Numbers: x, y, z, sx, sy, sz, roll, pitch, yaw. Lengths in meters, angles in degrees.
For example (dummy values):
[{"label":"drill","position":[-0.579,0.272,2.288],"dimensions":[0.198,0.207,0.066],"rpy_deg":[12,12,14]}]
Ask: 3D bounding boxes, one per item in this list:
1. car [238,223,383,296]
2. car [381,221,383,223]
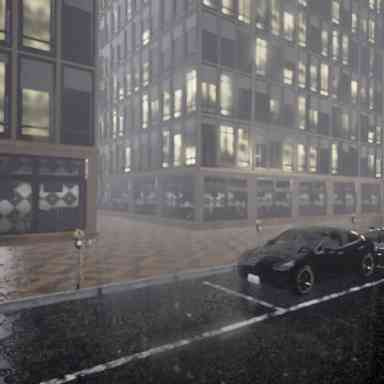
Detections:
[{"label":"car","position":[3.175,1.609,8.820],"dimensions":[4.313,1.339,1.947],"rpy_deg":[0,0,-36]},{"label":"car","position":[7.684,1.624,12.037],"dimensions":[4.403,1.369,2.008],"rpy_deg":[0,0,-35]}]
